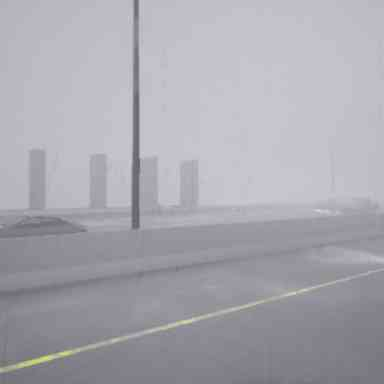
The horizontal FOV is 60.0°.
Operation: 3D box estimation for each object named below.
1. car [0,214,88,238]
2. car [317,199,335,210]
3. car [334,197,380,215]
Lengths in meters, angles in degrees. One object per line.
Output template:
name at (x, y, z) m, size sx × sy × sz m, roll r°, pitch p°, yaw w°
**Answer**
car at (-6.038, 1.547, 12.428) m, size 4.181 × 1.385 × 1.994 m, roll 0°, pitch 0°, yaw -35°
car at (17.786, 1.594, 42.357) m, size 4.181 × 1.385 × 1.994 m, roll 0°, pitch 0°, yaw -35°
car at (16.601, 1.507, 32.889) m, size 5.008 × 1.535 × 1.882 m, roll 0°, pitch 0°, yaw -36°
